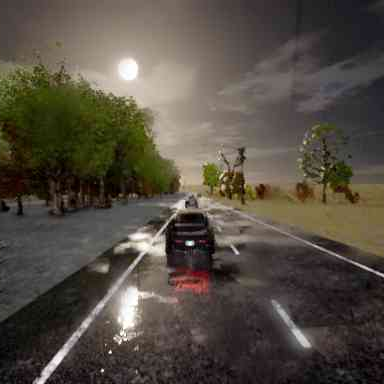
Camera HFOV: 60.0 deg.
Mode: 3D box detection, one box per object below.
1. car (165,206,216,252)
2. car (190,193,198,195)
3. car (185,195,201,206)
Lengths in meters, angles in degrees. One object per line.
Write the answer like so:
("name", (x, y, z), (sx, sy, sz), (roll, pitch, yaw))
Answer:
("car", (-0.069, 1.529, 13.913), (1.837, 1.490, 4.892), (0, 0, 0))
("car", (-0.102, 1.632, 82.923), (1.994, 1.385, 4.181), (0, 0, 0))
("car", (-0.086, 1.557, 49.873), (2.128, 1.511, 4.902), (0, 0, 0))
